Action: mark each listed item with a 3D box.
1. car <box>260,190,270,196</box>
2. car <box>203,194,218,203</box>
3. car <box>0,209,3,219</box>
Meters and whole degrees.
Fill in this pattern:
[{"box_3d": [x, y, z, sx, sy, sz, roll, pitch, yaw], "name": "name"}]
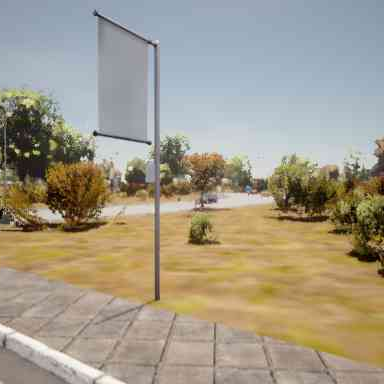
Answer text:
[{"box_3d": [19.603, 0.282, 89.510, 2.097, 1.767, 4.553, 0, 1, 1], "name": "car"}, {"box_3d": [2.478, 1.128, 56.963, 2.097, 1.767, 4.553, 0, 1, 37], "name": "car"}, {"box_3d": [-14.640, 1.437, 24.303, 2.128, 1.511, 4.902, 0, 0, 39], "name": "car"}]
